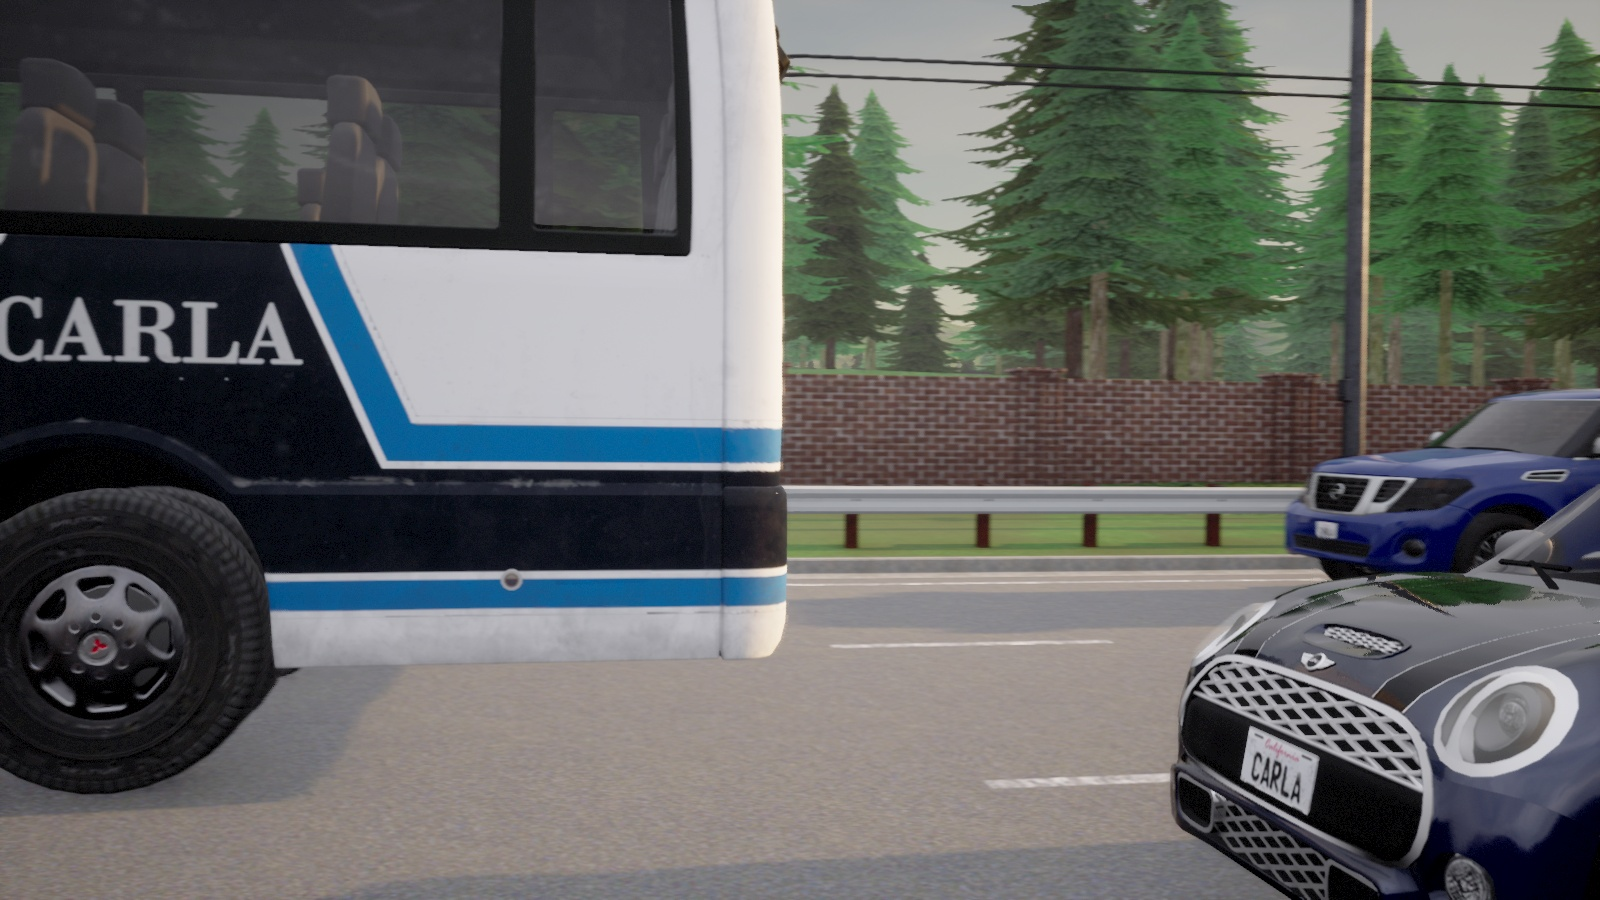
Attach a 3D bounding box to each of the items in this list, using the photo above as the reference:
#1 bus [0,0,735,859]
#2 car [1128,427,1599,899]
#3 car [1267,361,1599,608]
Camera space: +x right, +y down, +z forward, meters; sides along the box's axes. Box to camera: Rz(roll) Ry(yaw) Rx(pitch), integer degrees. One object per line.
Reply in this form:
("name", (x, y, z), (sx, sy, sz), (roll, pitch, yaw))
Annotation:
("bus", (-5.680, -0.621, 6.117), (10.273, 4.253, 3.944), (-1, 1, -10))
("car", (3.292, 0.661, 4.121), (3.806, 1.475, 1.970), (-1, 1, -10))
("car", (7.590, 0.240, 11.959), (5.566, 2.045, 2.150), (-1, 1, -10))
